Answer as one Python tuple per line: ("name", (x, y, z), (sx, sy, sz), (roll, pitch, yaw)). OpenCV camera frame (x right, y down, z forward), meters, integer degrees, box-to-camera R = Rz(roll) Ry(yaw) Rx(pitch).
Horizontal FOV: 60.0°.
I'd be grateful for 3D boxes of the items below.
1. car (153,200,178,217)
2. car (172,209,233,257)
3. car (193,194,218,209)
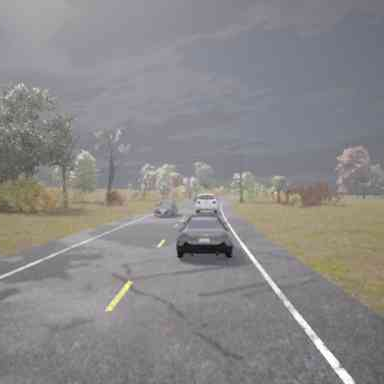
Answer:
("car", (-2.380, 1.485, 31.149), (2.128, 1.511, 4.902), (0, 0, 3))
("car", (0.479, 1.562, 12.986), (1.994, 1.385, 4.181), (0, 0, 2))
("car", (1.628, 1.211, 36.103), (2.150, 2.045, 5.566), (0, 0, 4))
